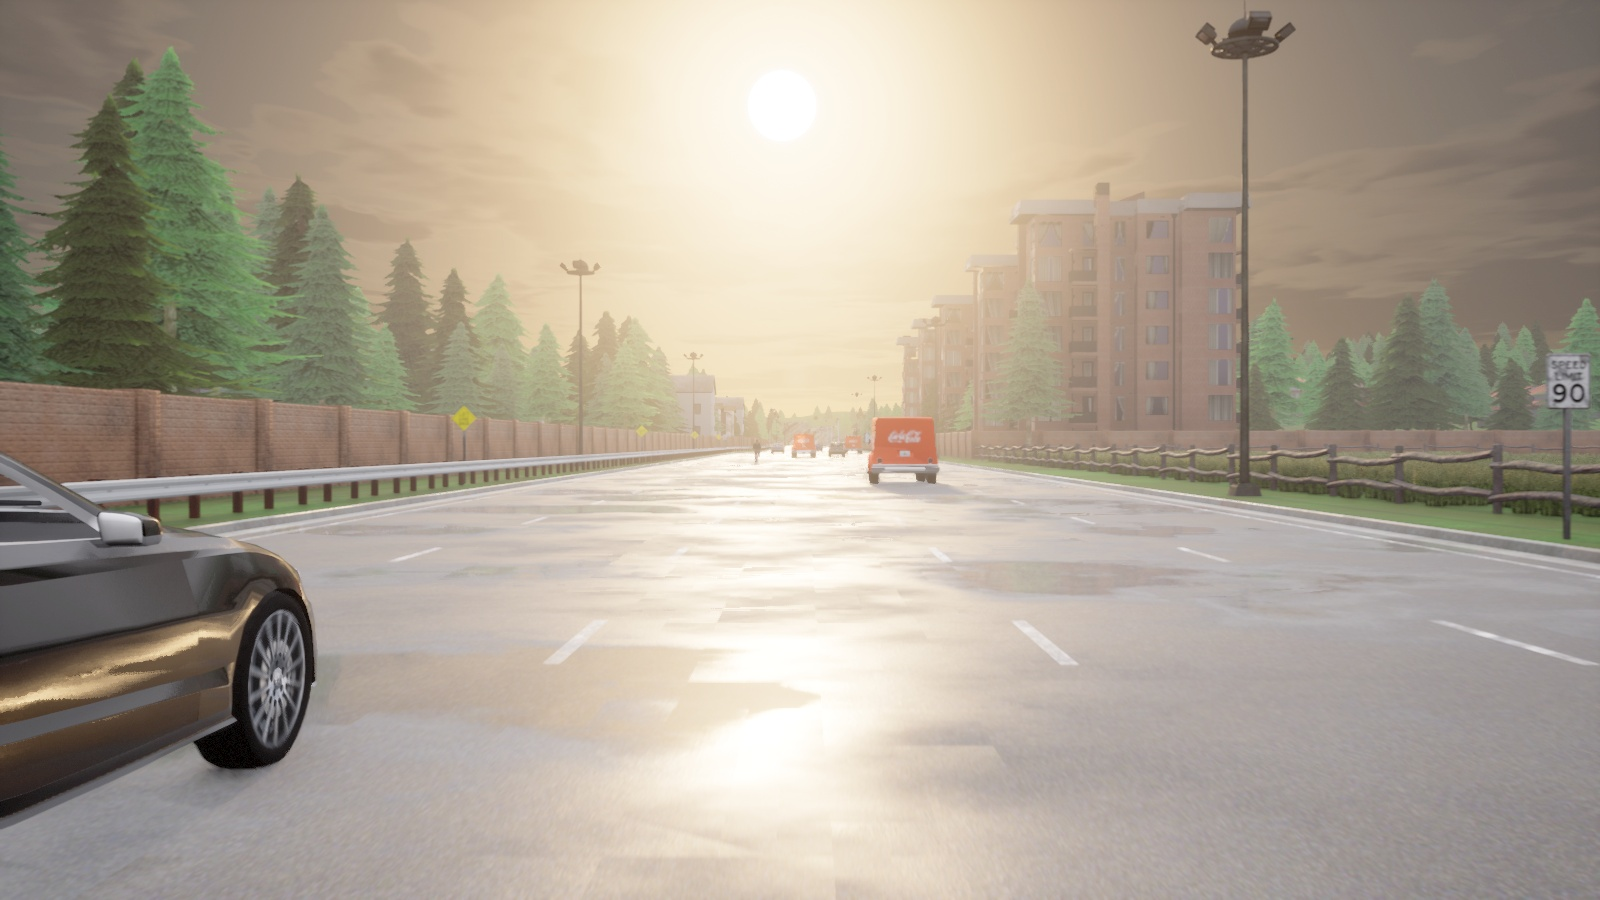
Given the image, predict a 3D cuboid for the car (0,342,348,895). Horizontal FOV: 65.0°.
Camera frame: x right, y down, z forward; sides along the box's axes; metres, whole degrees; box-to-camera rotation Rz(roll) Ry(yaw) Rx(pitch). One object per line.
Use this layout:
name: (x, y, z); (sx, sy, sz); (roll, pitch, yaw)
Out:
car: (-3.461, 0.499, 4.079); (2.152, 1.651, 5.027); (0, 0, 0)

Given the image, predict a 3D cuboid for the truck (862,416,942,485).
truck: (3.788, -0.003, 47.765); (2.627, 2.467, 5.204); (0, 1, 0)
